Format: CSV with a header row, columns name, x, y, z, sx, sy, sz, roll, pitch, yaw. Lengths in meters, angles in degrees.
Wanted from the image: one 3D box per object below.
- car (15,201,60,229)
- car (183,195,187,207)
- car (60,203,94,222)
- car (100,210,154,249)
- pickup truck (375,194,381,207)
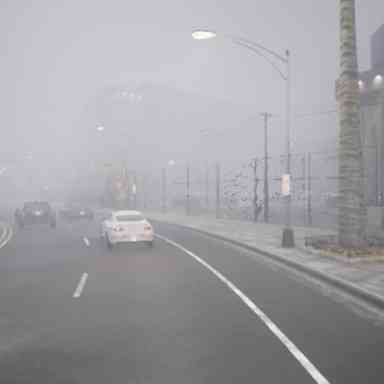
name,x,y,z,sx,sy,sz,roll,pitch,yaw
car,-10.373,1.352,21.855,2.097,1.767,4.553,0,0,-31
car,-0.843,1.164,46.718,2.185,1.767,4.553,0,0,-36
car,-9.361,1.551,26.710,1.994,1.385,4.181,0,0,-33
car,-2.908,1.509,14.466,1.812,1.442,4.674,0,0,-19
pickup truck,15.066,0.975,24.131,6.274,2.098,2.390,0,0,-36
